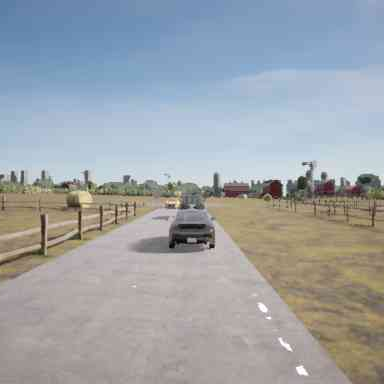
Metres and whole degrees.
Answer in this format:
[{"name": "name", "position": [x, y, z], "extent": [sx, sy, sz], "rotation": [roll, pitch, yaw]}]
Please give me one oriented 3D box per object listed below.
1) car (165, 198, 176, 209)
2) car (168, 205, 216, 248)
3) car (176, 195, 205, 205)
[{"name": "car", "position": [-2.750, 1.592, 47.663], "extent": [1.882, 1.535, 5.008], "rotation": [0, 0, 0]}, {"name": "car", "position": [0.001, 1.526, 14.655], "extent": [1.837, 1.490, 4.892], "rotation": [0, 0, 0]}, {"name": "car", "position": [0.001, 1.292, 29.691], "extent": [2.150, 2.045, 5.566], "rotation": [0, 0, 0]}]
